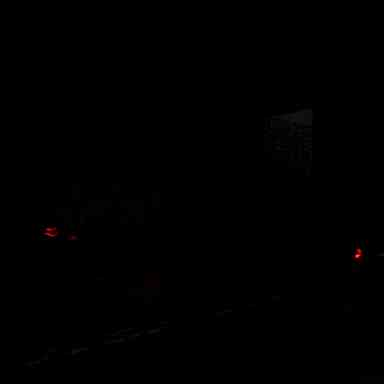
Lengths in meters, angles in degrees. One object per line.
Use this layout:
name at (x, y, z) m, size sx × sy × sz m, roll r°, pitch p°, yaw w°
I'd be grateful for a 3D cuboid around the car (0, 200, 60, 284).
car at (-6.221, 1.217, 8.154) m, size 5.566 × 2.045 × 2.150 m, roll 1°, pitch 0°, yaw -35°

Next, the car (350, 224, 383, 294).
car at (5.776, 1.449, 7.860) m, size 4.553 × 1.767 × 2.097 m, roll 1°, pitch 0°, yaw -35°
